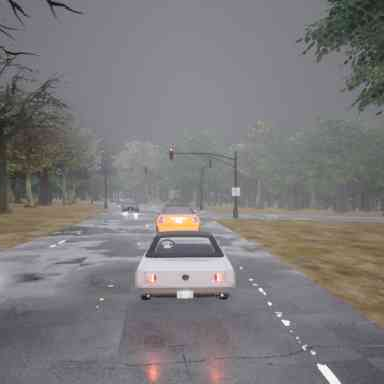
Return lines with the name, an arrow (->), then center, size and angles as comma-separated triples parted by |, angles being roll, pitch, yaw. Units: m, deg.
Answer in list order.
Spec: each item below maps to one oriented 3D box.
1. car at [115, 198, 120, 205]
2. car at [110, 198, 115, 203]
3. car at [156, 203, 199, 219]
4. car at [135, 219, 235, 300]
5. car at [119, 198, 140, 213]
car -> -15.361, 2.141, 73.251 | 1.812, 1.442, 4.674 | 0, -1, -17
car -> -20.509, 2.303, 87.801 | 1.994, 1.385, 4.181 | 0, -1, -21
car -> -0.775, 1.361, 17.324 | 2.097, 1.767, 4.553 | 0, 0, -4
car -> -0.202, 1.605, 8.352 | 1.895, 1.301, 4.718 | 0, 0, -2
car -> -7.156, 1.679, 38.911 | 1.994, 1.385, 4.181 | 1, 0, -10
